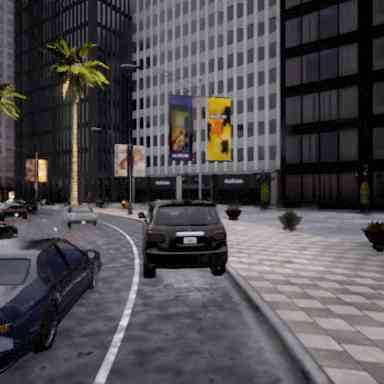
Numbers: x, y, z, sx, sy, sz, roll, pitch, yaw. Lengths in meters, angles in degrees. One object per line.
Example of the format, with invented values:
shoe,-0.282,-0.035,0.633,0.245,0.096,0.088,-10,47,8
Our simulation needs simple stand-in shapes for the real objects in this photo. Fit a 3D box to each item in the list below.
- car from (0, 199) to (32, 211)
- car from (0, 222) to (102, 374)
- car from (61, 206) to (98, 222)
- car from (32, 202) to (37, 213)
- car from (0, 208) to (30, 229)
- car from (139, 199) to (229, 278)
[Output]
car,-15.403,1.539,28.291,1.837,1.490,4.892,1,-1,-37
car,-3.019,1.554,6.017,2.033,1.411,5.357,0,0,-4
car,-7.919,1.622,23.153,1.895,1.301,4.718,0,0,-27
car,-18.874,1.520,36.601,5.008,1.535,1.882,0,0,41
car,-7.339,1.507,11.026,2.128,1.511,4.902,0,0,-10
car,-0.465,1.224,10.403,2.150,2.045,5.566,0,0,-9
